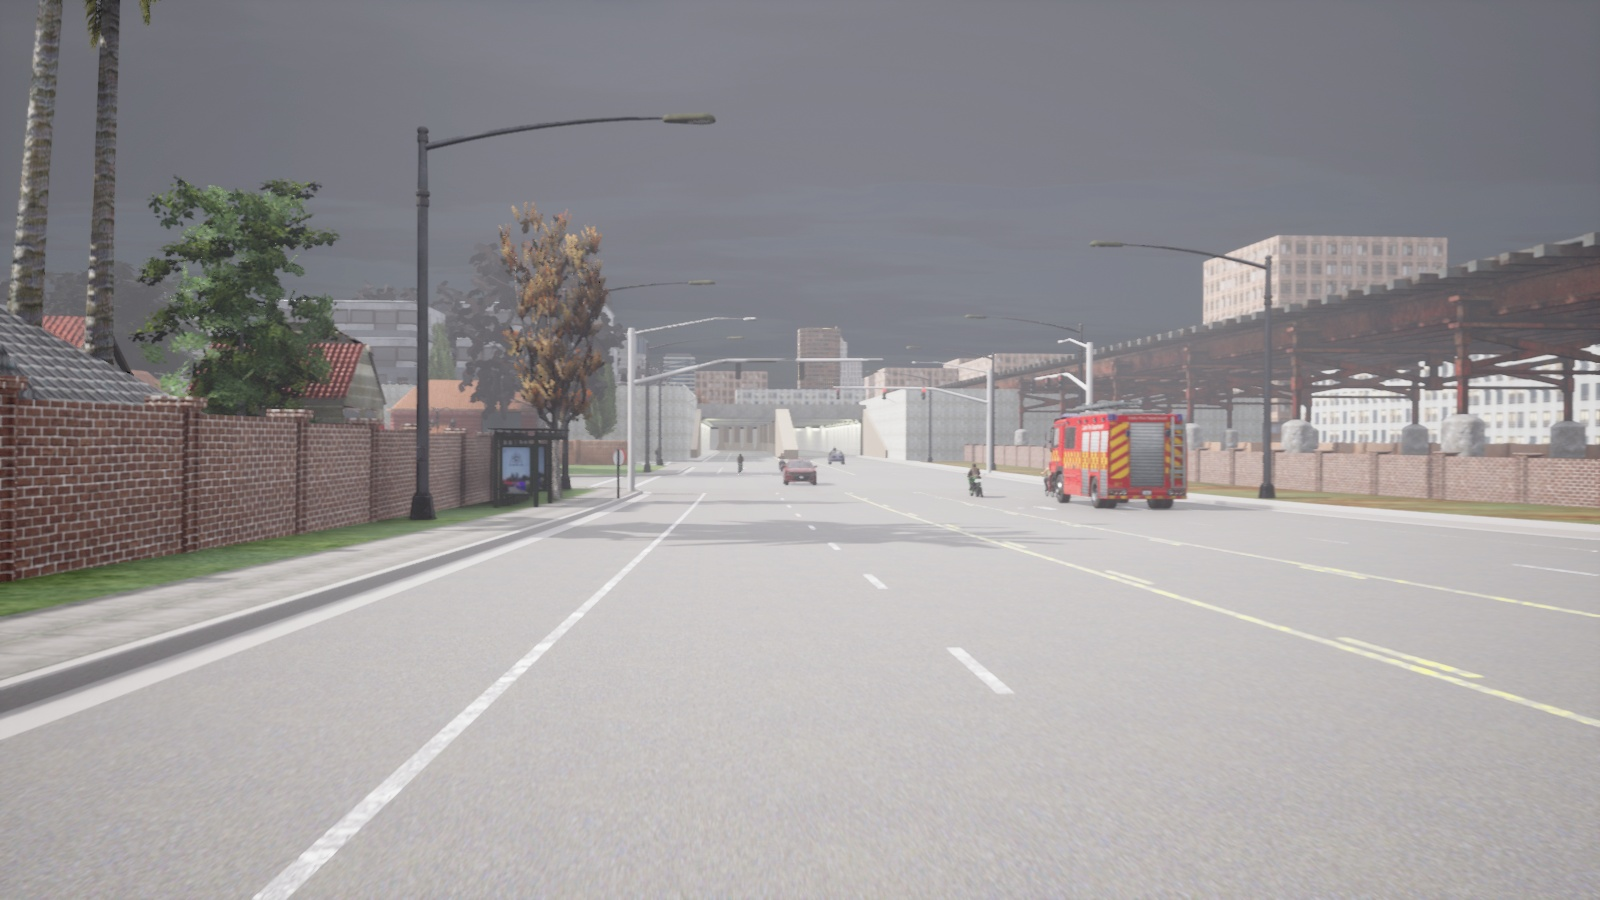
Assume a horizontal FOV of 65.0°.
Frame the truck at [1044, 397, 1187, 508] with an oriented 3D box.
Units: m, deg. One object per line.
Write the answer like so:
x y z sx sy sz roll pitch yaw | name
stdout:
11.769 0.102 47.775 2.891 3.827 8.468 0 0 -3 | truck

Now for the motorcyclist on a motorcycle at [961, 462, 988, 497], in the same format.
7.845 1.303 56.543 0.797 1.523 2.044 0 0 -3 | motorcyclist on a motorcycle

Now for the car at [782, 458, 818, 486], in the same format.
-0.051 1.291 74.809 1.882 1.535 5.008 0 0 -3 | car
